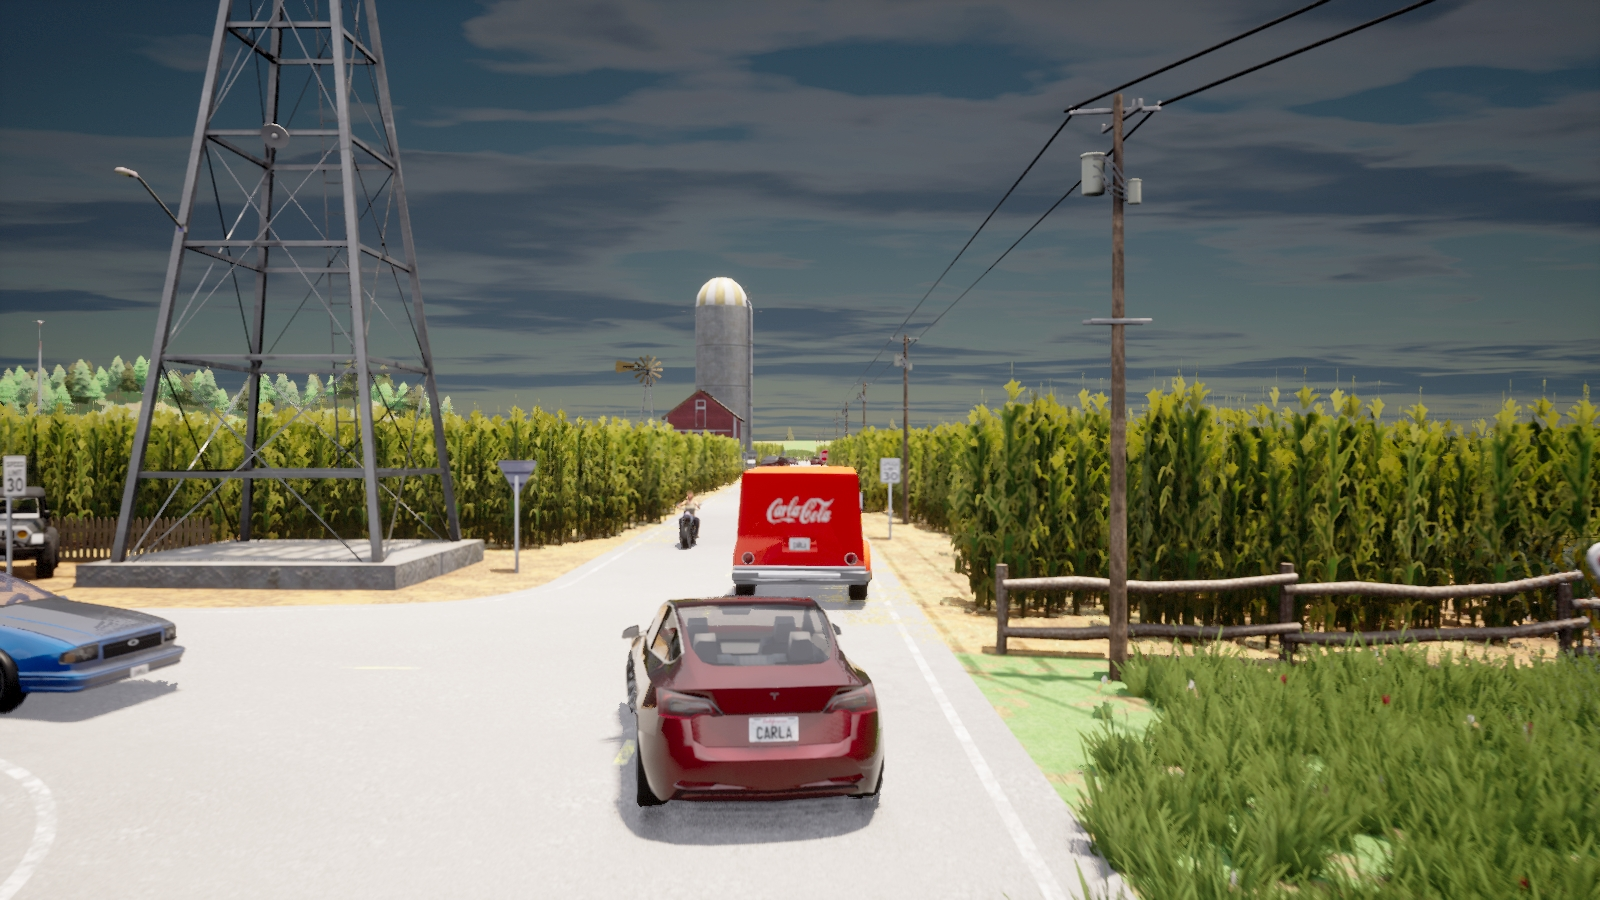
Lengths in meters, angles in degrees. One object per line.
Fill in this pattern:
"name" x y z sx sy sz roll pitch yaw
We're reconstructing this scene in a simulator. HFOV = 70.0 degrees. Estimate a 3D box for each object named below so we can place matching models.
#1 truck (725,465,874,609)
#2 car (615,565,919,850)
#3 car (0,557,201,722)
"truck" 0.073 1.567 22.754 2.627 2.467 5.204 0 0 2
"car" -0.592 2.052 10.491 2.163 1.488 4.792 1 0 -9
"car" -9.761 1.974 12.570 5.357 1.411 2.033 0 0 6
